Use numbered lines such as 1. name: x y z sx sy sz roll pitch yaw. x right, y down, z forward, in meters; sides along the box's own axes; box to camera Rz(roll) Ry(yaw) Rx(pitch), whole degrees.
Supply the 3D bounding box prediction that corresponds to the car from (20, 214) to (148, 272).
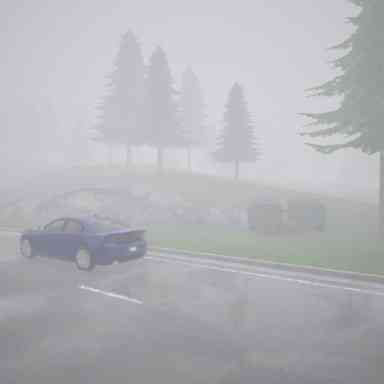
1. car: -3.680 1.477 10.916 5.008 1.535 1.882 0 0 35
